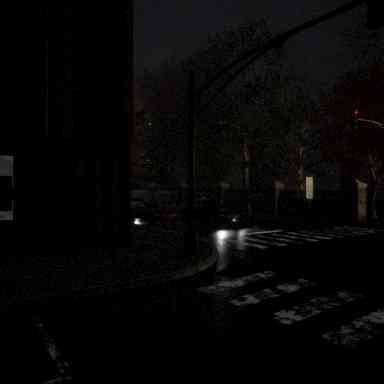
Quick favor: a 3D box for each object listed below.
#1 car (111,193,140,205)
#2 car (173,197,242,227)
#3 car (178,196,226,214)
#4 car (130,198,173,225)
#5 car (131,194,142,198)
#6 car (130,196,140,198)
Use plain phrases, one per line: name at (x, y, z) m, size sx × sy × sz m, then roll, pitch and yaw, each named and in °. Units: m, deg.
car at (-8.830, 0.863, 43.840) m, size 2.008 × 1.369 × 4.403 m, roll 1°, pitch 0°, yaw -36°
car at (0.999, 1.255, 20.470) m, size 1.812 × 1.442 × 4.674 m, roll 0°, pitch 1°, yaw -36°
car at (0.843, 1.129, 30.546) m, size 1.752 × 1.417 × 4.829 m, roll 1°, pitch 0°, yaw -36°
car at (-2.580, 1.257, 21.006) m, size 1.802 × 1.307 × 4.206 m, roll 2°, pitch 0°, yaw -36°
car at (-5.027, 1.072, 28.762) m, size 1.812 × 1.442 × 4.674 m, roll 0°, pitch 1°, yaw -36°
car at (-5.837, 1.158, 25.482) m, size 1.802 × 1.307 × 4.206 m, roll 2°, pitch 0°, yaw -36°
